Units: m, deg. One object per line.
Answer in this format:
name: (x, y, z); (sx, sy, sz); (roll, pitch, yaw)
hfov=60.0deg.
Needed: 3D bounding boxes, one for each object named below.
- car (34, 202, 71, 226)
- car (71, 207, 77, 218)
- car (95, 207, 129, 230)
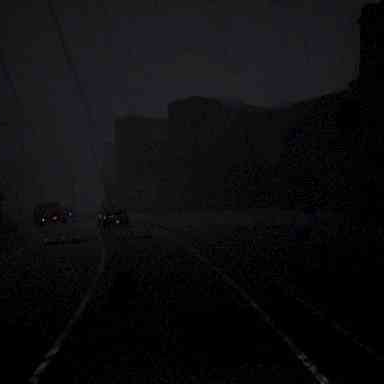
car: (-13.221, 1.977, 30.801); (2.150, 2.045, 5.566); (-3, -1, -33)
car: (-15.093, 2.381, 39.481); (1.812, 1.442, 4.674); (-3, 0, -35)
car: (-6.086, 1.906, 24.992); (2.128, 1.511, 4.902); (-2, 0, -24)
